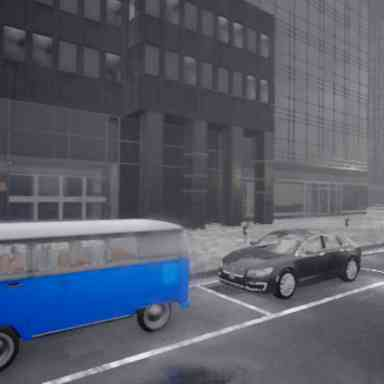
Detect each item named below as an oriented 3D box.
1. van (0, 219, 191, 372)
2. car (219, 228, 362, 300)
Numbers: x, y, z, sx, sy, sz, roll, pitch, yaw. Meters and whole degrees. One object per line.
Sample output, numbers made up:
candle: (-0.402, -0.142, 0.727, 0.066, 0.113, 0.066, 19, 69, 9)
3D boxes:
van: (-1.921, 1.359, 5.277, 3.998, 1.788, 1.690, 1, 0, -36)
car: (2.662, 1.642, 8.553, 4.403, 1.369, 2.008, 1, 0, -36)
